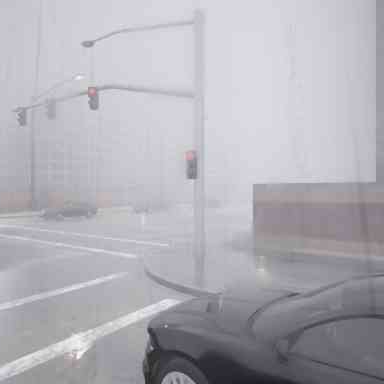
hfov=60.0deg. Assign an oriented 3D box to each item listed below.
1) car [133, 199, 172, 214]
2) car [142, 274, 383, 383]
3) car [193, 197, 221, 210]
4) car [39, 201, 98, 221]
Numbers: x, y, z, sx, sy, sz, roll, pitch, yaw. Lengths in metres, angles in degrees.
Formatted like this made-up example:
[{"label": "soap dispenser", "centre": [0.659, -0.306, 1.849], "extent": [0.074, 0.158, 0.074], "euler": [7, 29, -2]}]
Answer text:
[{"label": "car", "centre": [-4.146, 1.505, 35.555], "extent": [1.837, 1.490, 4.892], "euler": [0, 0, 36]}, {"label": "car", "centre": [1.759, 1.478, 2.751], "extent": [5.008, 1.535, 1.882], "euler": [0, 0, 37]}, {"label": "car", "centre": [2.025, 1.478, 44.009], "extent": [1.882, 1.535, 5.008], "euler": [0, 0, 36]}, {"label": "car", "centre": [-10.075, 1.491, 27.417], "extent": [2.128, 1.511, 4.902], "euler": [0, 0, 34]}]
